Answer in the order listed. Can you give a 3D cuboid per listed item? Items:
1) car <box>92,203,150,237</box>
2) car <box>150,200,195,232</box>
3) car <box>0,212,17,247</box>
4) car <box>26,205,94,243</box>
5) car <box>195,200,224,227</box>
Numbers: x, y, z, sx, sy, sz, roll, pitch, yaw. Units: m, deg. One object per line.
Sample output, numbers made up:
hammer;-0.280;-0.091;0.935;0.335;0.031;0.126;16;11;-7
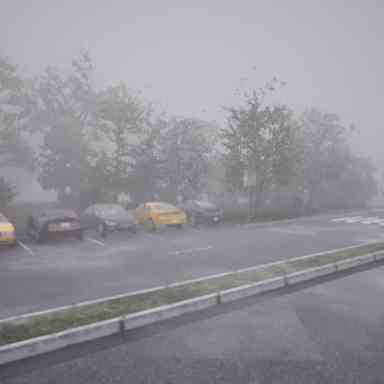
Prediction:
car;-4.544;1.400;17.905;2.231;1.521;4.892;-1;1;-35
car;-2.275;1.341;19.464;2.097;1.535;5.008;-1;1;-35
car;-8.962;1.506;14.607;1.946;1.575;5.366;-1;1;-35
car;-6.816;1.487;16.357;2.163;1.488;4.792;-1;1;-35
car;-0.011;1.281;21.033;2.231;1.521;4.892;-2;1;-35
